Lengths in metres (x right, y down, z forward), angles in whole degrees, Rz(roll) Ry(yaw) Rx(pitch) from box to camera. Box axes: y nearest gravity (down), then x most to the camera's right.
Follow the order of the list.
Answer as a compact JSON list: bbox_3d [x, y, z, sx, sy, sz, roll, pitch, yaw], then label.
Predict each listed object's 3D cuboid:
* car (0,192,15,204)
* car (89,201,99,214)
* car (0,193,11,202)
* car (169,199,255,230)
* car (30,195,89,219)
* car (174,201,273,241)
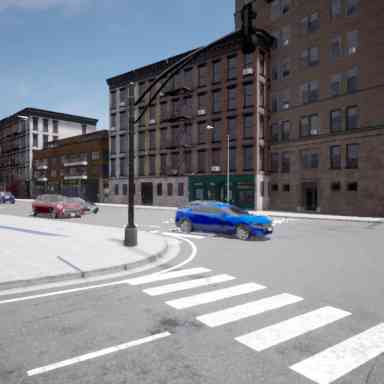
[{"bbox_3d":[-27.583,0.786,48.232,4.553,1.767,2.097,1,0,41],"label":"car"},{"bbox_3d":[-10.087,1.176,29.048,4.674,1.442,1.812,1,0,39],"label":"car"},{"bbox_3d":[-33.140,0.897,57.609,4.674,1.442,1.812,1,0,43],"label":"car"},{"bbox_3d":[1.178,1.295,20.522,4.902,1.511,2.128,1,0,35],"label":"car"},{"bbox_3d":[-10.196,1.012,25.006,4.553,1.767,2.097,1,0,38],"label":"car"},{"bbox_3d":[1.431,1.312,16.090,5.008,1.535,1.882,1,1,37],"label":"car"}]
